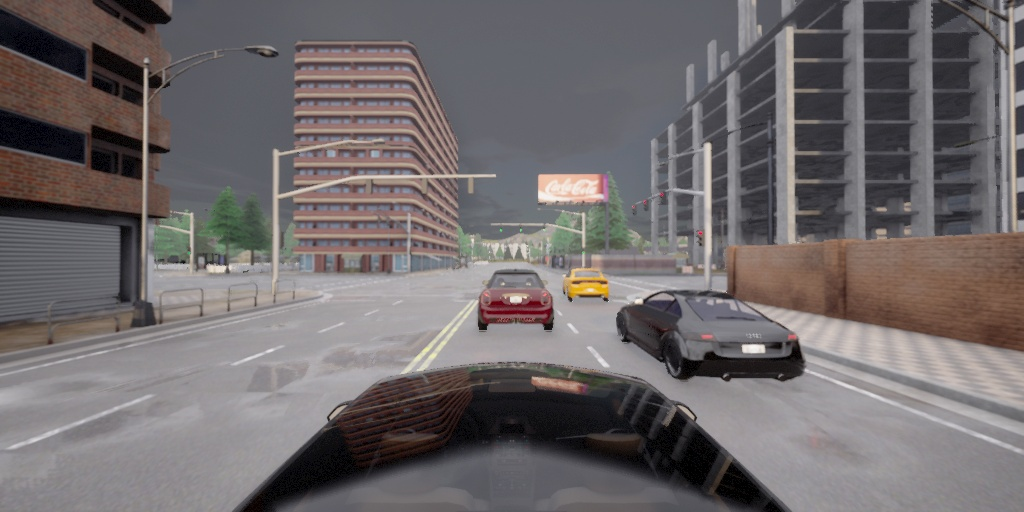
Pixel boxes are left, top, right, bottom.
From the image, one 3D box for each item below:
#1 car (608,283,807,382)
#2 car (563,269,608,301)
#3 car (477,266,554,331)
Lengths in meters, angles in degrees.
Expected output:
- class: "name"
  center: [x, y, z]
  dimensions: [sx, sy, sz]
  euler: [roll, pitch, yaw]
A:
- class: "car"
  center: [3.599, 1.370, 7.350]
  dimensions: [1.994, 1.385, 4.181]
  euler: [0, -1, 0]
- class: "car"
  center: [3.703, 1.394, 18.470]
  dimensions: [1.882, 1.535, 5.008]
  euler: [0, -1, 5]
- class: "car"
  center: [0.102, 1.199, 11.597]
  dimensions: [2.097, 1.767, 4.553]
  euler: [0, -1, 0]
